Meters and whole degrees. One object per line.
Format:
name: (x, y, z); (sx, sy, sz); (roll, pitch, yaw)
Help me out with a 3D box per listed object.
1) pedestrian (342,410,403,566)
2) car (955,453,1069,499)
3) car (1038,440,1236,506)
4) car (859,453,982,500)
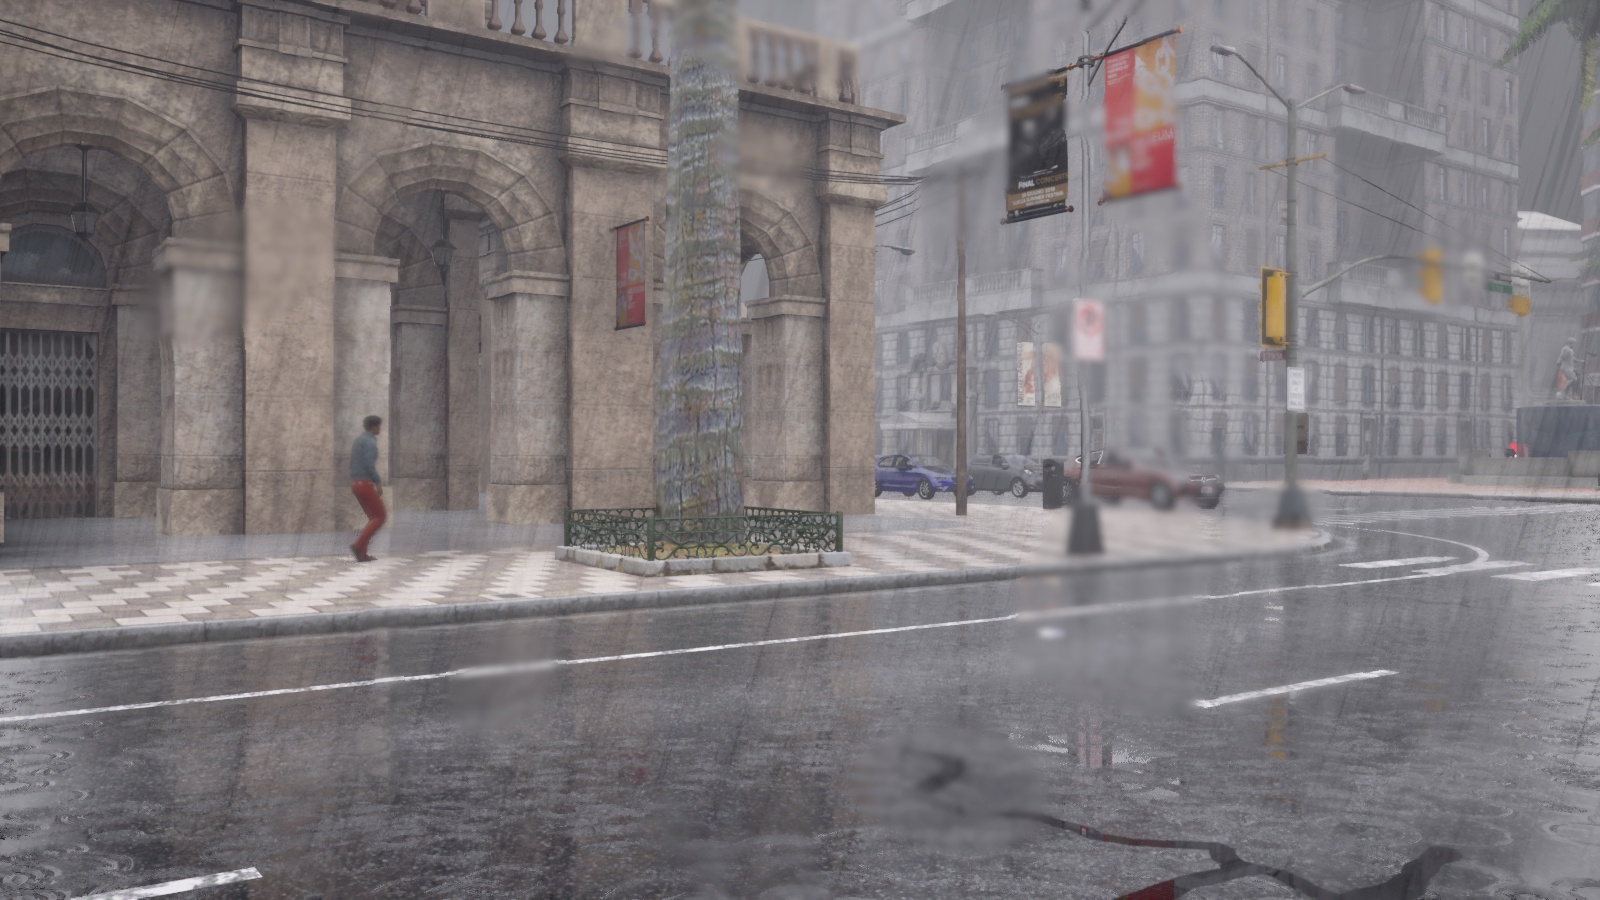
pedestrian: (-5.171, 0.450, 15.190); (0.614, 1.847, 0.353); (0, 0, -35)
car: (7.234, 0.849, 43.140); (1.845, 1.501, 3.633); (0, 0, -35)
car: (9.144, 0.588, 34.468); (2.152, 1.651, 5.027); (0, 0, -35)
car: (3.948, 0.852, 41.834); (1.816, 1.474, 4.193); (0, 0, -34)
